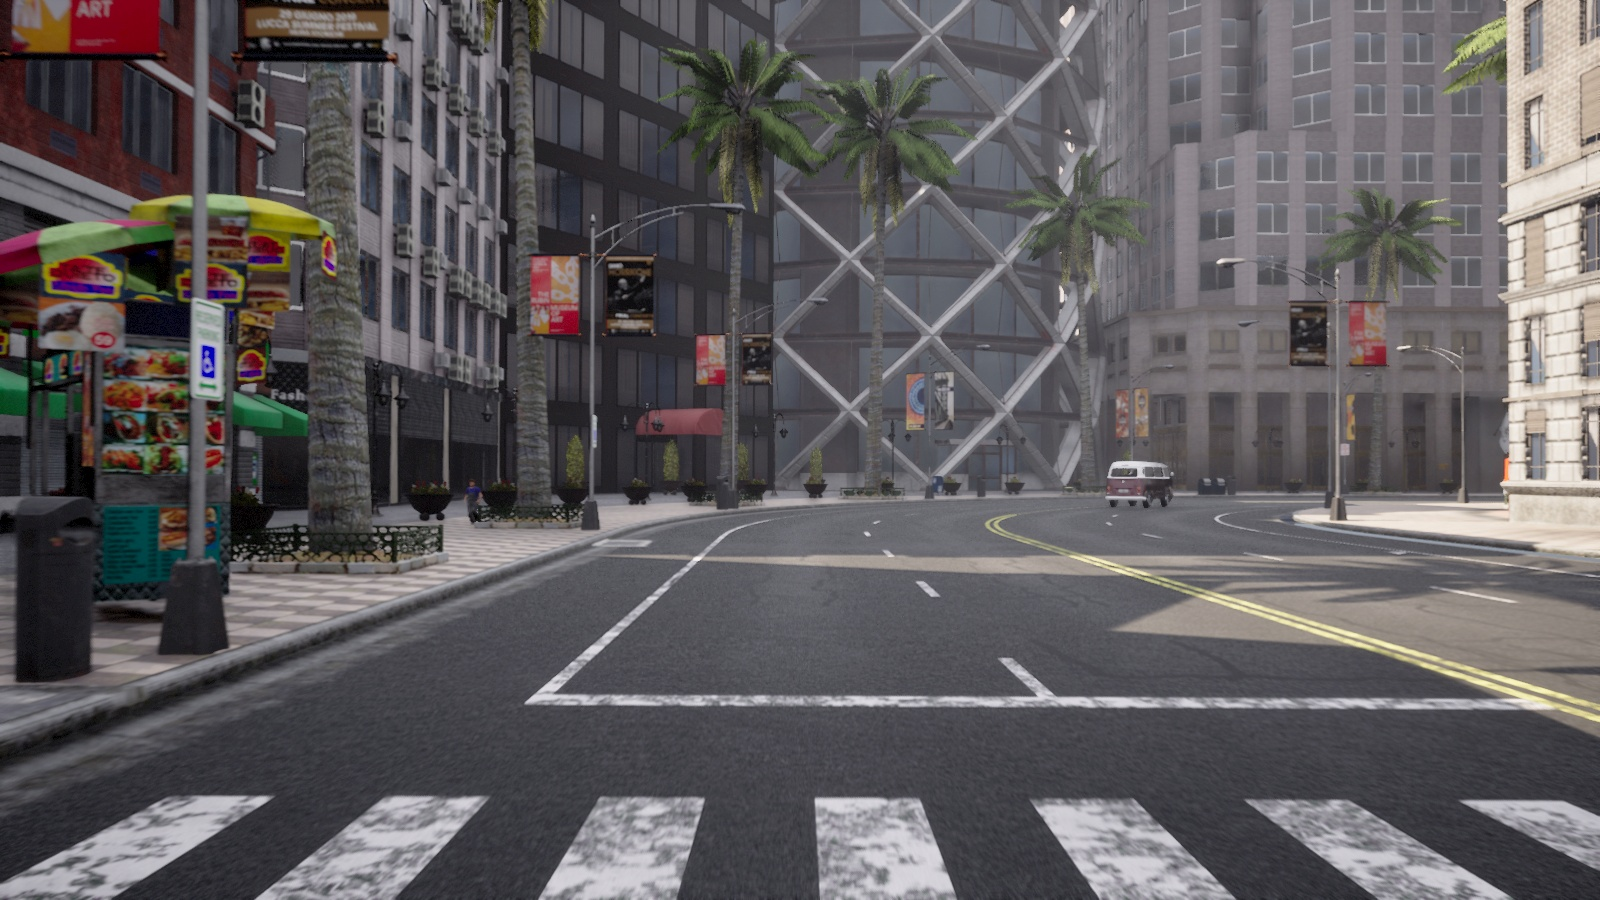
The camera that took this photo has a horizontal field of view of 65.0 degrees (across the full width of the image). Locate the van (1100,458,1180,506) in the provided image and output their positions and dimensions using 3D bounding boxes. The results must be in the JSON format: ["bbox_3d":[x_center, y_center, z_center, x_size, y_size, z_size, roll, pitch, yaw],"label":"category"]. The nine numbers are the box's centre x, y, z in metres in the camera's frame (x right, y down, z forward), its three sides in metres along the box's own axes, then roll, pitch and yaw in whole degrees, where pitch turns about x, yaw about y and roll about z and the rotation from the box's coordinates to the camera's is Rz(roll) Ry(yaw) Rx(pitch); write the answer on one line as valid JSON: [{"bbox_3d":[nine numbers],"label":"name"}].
[{"bbox_3d":[15.254,1.418,56.183,2.069,2.038,4.480,-1,-1,34],"label":"van"}]

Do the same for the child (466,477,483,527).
[{"bbox_3d":[-8.346,1.324,32.211,0.270,1.263,0.437,0,-1,5],"label":"child"}]
